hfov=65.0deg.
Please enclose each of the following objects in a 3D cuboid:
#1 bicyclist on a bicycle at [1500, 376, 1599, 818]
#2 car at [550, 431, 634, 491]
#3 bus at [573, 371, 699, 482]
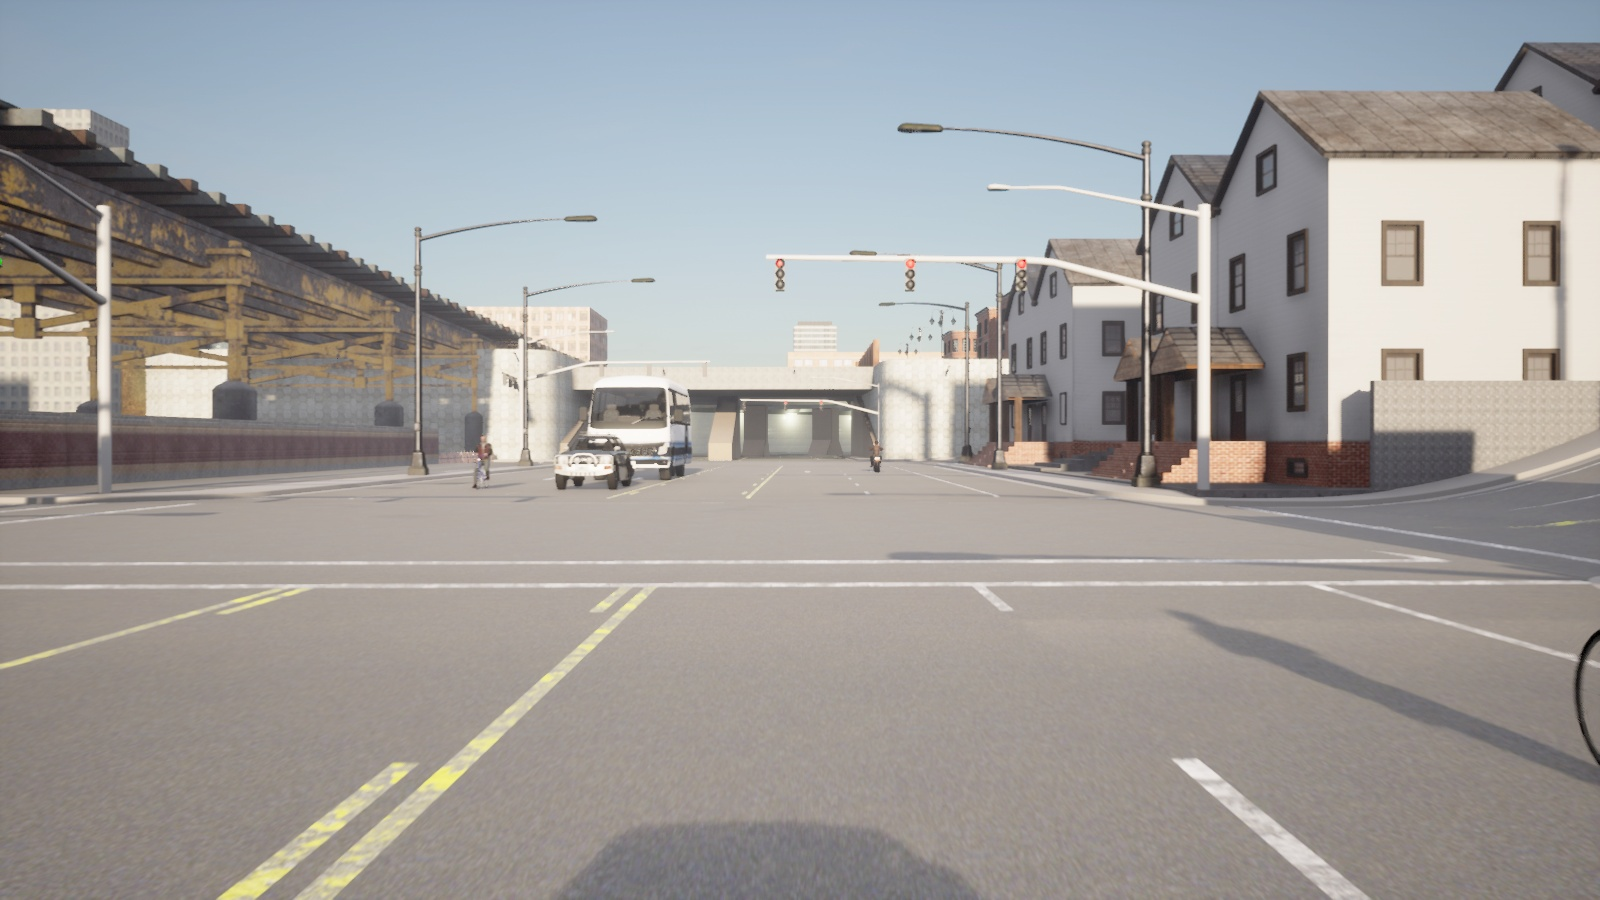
[{"bbox_3d":[3.543,0.593,4.844,0.659,1.776,1.843,0,1,0],"label":"bicyclist on a bicycle"},{"bbox_3d":[-6.740,0.326,41.196,1.932,1.855,4.605,0,0,1],"label":"car"},{"bbox_3d":[-6.673,-0.935,53.130,3.944,4.253,10.273,0,0,0],"label":"bus"}]
